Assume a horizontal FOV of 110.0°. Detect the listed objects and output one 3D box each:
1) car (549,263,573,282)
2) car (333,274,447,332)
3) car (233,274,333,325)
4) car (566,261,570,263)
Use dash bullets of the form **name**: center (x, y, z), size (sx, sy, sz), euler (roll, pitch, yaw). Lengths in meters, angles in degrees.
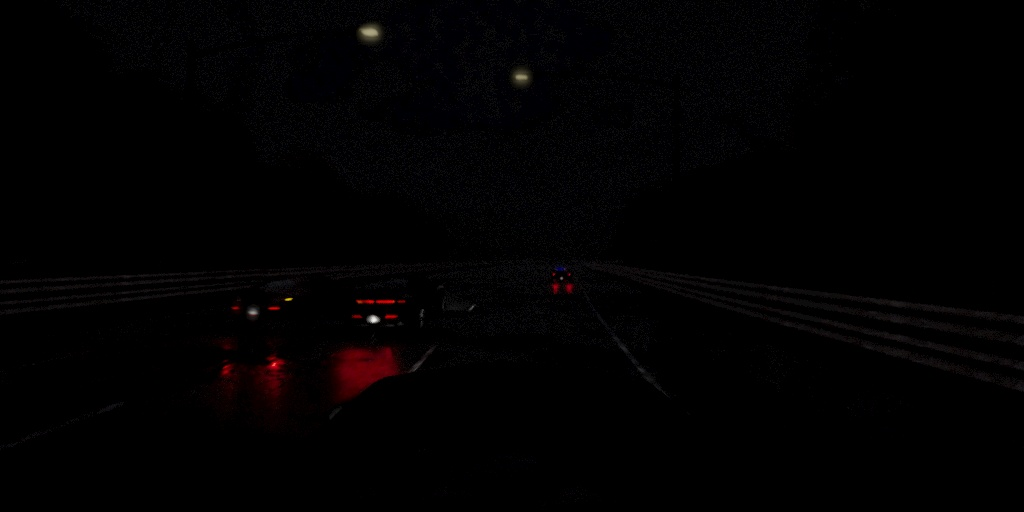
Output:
- **car**: center (4.314, 1.572, 31.722), size (1.895, 1.301, 4.718), euler (0, 0, 6)
- **car**: center (-3.291, 1.297, 11.059), size (1.837, 1.490, 4.892), euler (0, 0, 1)
- **car**: center (-6.764, 1.302, 11.752), size (1.812, 1.442, 4.674), euler (0, 0, 1)
- **car**: center (5.449, 1.573, 42.031), size (1.812, 1.442, 4.674), euler (0, 0, 7)
